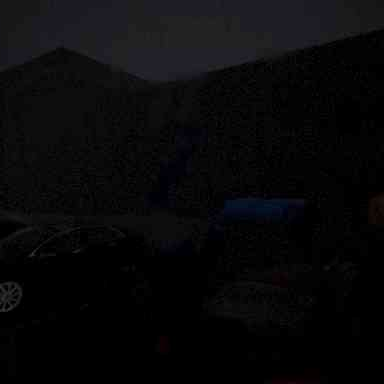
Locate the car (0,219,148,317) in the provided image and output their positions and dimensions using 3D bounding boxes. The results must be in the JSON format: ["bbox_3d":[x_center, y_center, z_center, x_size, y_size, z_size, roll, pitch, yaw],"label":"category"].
[{"bbox_3d":[-3.112,1.437,7.585,2.231,1.521,4.892,0,0,35],"label":"car"}]

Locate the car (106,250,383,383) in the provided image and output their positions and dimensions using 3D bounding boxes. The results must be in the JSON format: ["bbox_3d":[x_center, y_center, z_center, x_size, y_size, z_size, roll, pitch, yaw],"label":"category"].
[{"bbox_3d":[1.406,1.511,4.350,2.002,1.452,4.674,0,0,36],"label":"car"}]
